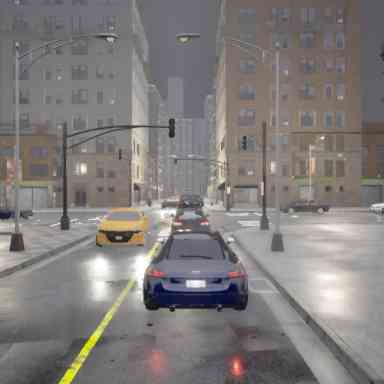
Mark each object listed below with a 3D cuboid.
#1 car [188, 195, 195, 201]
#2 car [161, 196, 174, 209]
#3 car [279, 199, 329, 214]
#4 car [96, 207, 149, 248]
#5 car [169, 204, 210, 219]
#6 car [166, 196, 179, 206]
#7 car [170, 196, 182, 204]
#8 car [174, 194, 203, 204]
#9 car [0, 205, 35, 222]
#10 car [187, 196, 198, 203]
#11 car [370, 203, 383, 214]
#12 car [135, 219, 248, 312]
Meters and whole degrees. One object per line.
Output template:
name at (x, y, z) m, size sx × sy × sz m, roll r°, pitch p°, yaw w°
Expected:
car at (-0.116, 1.535, 87.043) m, size 1.882 × 1.535 × 5.008 m, roll 0°, pitch 0°, yaw 0°
car at (-3.078, 1.617, 44.826) m, size 1.895 × 1.301 × 4.718 m, roll 0°, pitch 0°, yaw 0°
car at (11.157, 1.450, 33.298) m, size 4.892 × 1.490 × 1.837 m, roll 0°, pitch 0°, yaw 0°
car at (-2.989, 1.477, 15.121) m, size 1.882 × 1.535 × 5.008 m, roll 1°, pitch 0°, yaw -5°
car at (-0.087, 1.525, 16.529) m, size 1.812 × 1.442 × 4.674 m, roll 0°, pitch 0°, yaw -2°
car at (-3.105, 1.505, 55.118) m, size 1.882 × 1.535 × 5.008 m, roll 0°, pitch 0°, yaw 0°
car at (-3.081, 1.586, 65.756) m, size 2.033 × 1.411 × 5.357 m, roll 0°, pitch 0°, yaw 0°
car at (-0.063, 1.228, 36.364) m, size 2.150 × 2.045 × 5.566 m, roll 1°, pitch 0°, yaw 8°
car at (-15.154, 1.651, 26.432) m, size 4.718 × 1.301 × 1.895 m, roll 0°, pitch 0°, yaw 0°
car at (0.041, 1.532, 69.150) m, size 2.128 × 1.511 × 4.902 m, roll 0°, pitch 0°, yaw 0°
car at (20.419, 1.439, 33.352) m, size 4.674 × 1.442 × 1.812 m, roll 0°, pitch 0°, yaw -1°
car at (0.083, 1.564, 7.785) m, size 1.994 × 1.385 × 4.181 m, roll 0°, pitch 0°, yaw 0°
